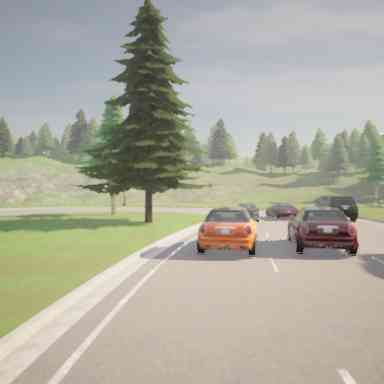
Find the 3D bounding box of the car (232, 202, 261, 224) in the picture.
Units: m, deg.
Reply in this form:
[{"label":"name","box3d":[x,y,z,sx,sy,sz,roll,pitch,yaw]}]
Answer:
[{"label":"car","box3d":[4.298,1.583,26.374,2.033,1.411,5.357,0,0,9]}]

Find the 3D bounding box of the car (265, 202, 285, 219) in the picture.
[{"label":"car","box3d":[7.918,1.609,29.655,1.994,1.385,4.181,0,0,-3]}]

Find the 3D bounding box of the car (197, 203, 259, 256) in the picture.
[{"label":"car","box3d":[1.565,1.370,13.484,2.097,1.767,4.553,0,0,11]}]

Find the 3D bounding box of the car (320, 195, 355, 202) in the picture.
[{"label":"car","box3d":[11.453,1.272,26.878,2.150,2.045,5.566,1,0,6]}]

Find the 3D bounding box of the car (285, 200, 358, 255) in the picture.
[{"label":"car","box3d":[5.178,1.374,13.691,2.097,1.767,4.553,0,0,12]}]
